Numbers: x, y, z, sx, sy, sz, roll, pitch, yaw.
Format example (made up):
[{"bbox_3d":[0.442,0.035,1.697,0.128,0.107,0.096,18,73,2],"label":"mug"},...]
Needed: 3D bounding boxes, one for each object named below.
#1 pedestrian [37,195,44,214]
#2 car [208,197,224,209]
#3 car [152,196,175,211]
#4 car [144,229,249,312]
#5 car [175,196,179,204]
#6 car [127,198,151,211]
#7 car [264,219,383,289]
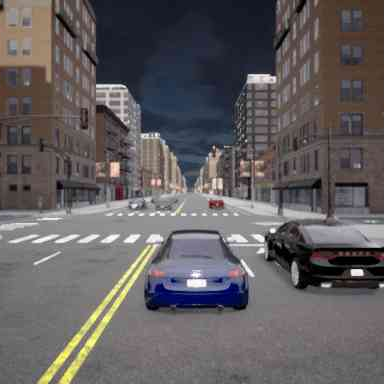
[{"bbox_3d":[-14.180,1.153,31.106,0.375,1.860,0.375,0,0,0],"label":"pedestrian"},{"bbox_3d":[3.294,1.451,45.655,1.882,1.535,5.008,0,0,0],"label":"car"},{"bbox_3d":[-3.397,1.480,40.554,1.837,1.490,4.892,0,1,0],"label":"car"},{"bbox_3d":[0.079,1.560,7.800,1.994,1.385,4.181,0,0,0],"label":"car"},{"bbox_3d":[-3.373,1.468,60.820,1.837,1.490,4.892,0,-1,0],"label":"car"},{"bbox_3d":[-6.646,1.469,40.677,2.128,1.511,4.902,0,0,0],"label":"car"},{"bbox_3d":[3.327,1.473,9.179,1.882,1.535,5.008,0,0,0],"label":"car"}]
